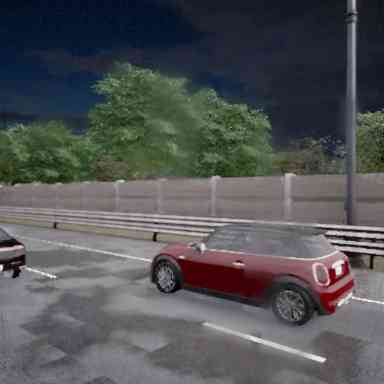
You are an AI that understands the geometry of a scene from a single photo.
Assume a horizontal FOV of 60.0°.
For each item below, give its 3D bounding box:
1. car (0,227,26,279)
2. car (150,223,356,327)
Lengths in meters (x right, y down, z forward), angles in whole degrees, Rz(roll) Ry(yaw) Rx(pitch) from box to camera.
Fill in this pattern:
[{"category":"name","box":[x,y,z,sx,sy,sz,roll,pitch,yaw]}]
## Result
[{"category":"car","box":[-6.480,1.604,9.359,4.902,1.511,2.128,0,-1,39]},{"category":"car","box":[1.130,1.509,7.646,4.553,1.767,2.097,0,-1,39]}]
